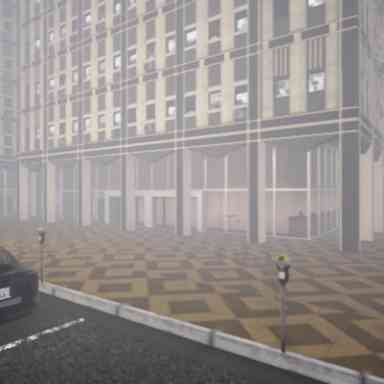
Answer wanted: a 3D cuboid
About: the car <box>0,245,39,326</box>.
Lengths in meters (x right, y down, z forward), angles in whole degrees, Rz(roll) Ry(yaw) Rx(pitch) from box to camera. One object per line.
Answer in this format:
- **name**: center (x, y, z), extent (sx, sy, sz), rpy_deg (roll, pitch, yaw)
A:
- **car**: center (-4.540, 1.551, 6.117), extent (4.313, 1.339, 1.947), rpy_deg (0, 0, 36)
